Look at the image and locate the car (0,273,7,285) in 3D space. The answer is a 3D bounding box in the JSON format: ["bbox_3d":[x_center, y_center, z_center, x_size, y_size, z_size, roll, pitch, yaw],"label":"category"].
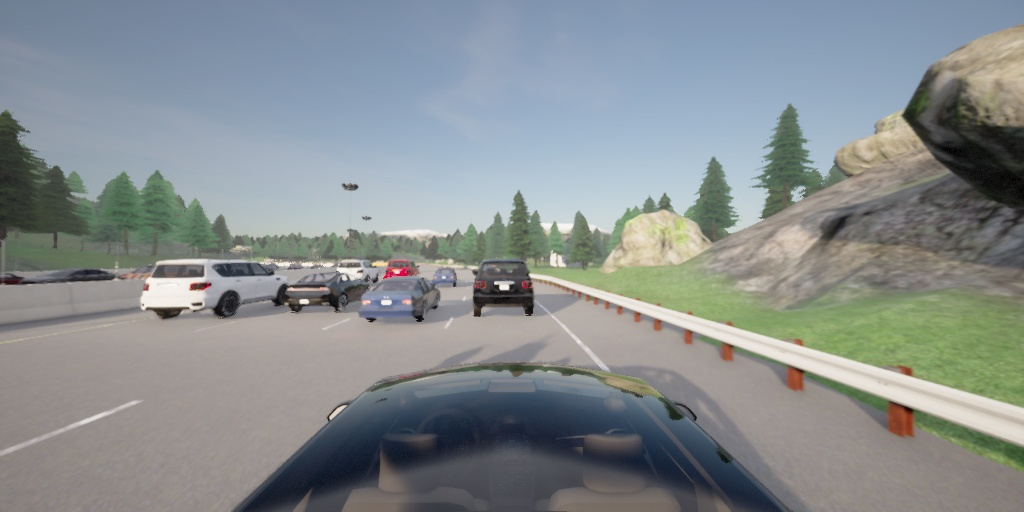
[{"bbox_3d":[-32.300,1.668,21.725,1.895,1.301,4.718,0,-1,-5],"label":"car"}]

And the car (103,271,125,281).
[{"bbox_3d":[-26.267,1.466,26.207,2.097,1.767,4.553,0,-1,-8],"label":"car"}]

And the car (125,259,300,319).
[{"bbox_3d":[-10.897,1.148,13.853,2.150,2.045,5.566,0,0,-3],"label":"car"}]

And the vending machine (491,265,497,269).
[{"bbox_3d":[-2.983,1.685,59.701,1.100,2.100,0.880,0,0,-16],"label":"vending machine"}]

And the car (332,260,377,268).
[{"bbox_3d":[-12.444,1.345,29.148,2.150,2.045,5.566,0,0,-8],"label":"car"}]

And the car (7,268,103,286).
[{"bbox_3d":[-29.710,1.599,24.200,1.837,1.490,4.892,1,-1,-6],"label":"car"}]

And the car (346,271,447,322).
[{"bbox_3d":[-3.836,1.449,13.058,2.033,1.411,5.357,0,-1,-3],"label":"car"}]

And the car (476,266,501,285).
[{"bbox_3d":[-2.178,1.637,31.485,1.837,1.490,4.892,0,0,-8],"label":"car"}]

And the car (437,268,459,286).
[{"bbox_3d":[-5.343,1.652,28.883,2.033,1.411,5.357,0,-1,-8],"label":"car"}]

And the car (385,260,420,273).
[{"bbox_3d":[-8.974,1.344,29.595,2.150,2.045,5.566,0,0,-8],"label":"car"}]

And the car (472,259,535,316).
[{"bbox_3d":[-0.409,1.133,14.326,2.150,2.045,5.566,0,0,-4],"label":"car"}]

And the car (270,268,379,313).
[{"bbox_3d":[-7.474,1.426,15.055,2.128,1.511,4.902,0,-1,-4],"label":"car"}]
